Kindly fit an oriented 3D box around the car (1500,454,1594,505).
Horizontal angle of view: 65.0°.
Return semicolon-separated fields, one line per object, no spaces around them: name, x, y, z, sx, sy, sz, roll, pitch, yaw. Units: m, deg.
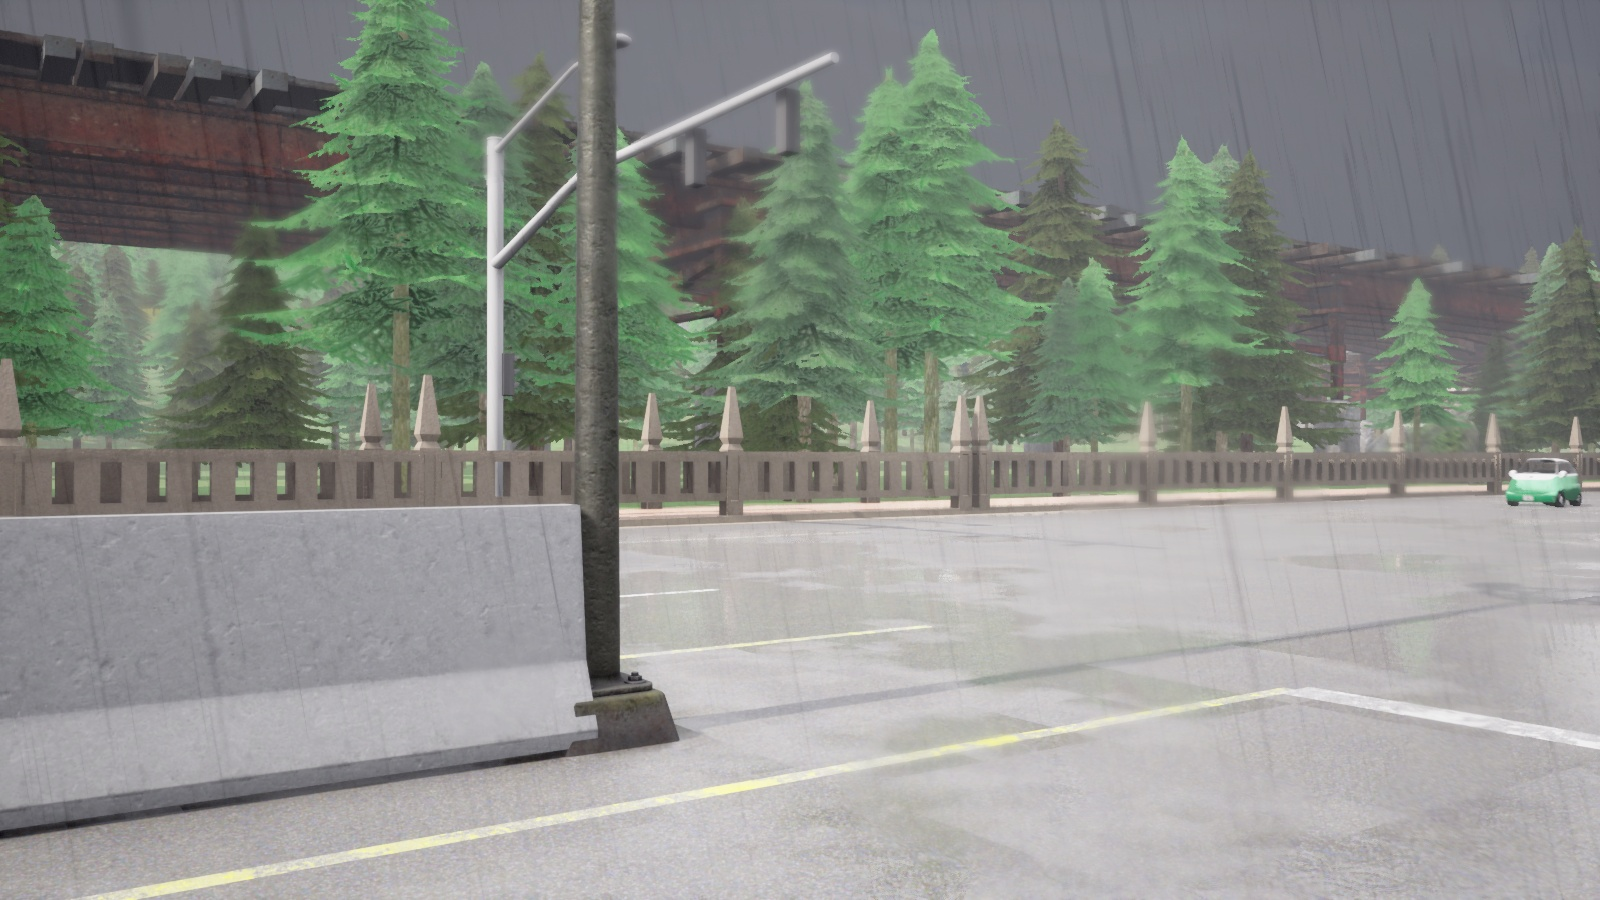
car;21.027;0.816;35.356;2.207;1.376;1.481;0;0;-35
